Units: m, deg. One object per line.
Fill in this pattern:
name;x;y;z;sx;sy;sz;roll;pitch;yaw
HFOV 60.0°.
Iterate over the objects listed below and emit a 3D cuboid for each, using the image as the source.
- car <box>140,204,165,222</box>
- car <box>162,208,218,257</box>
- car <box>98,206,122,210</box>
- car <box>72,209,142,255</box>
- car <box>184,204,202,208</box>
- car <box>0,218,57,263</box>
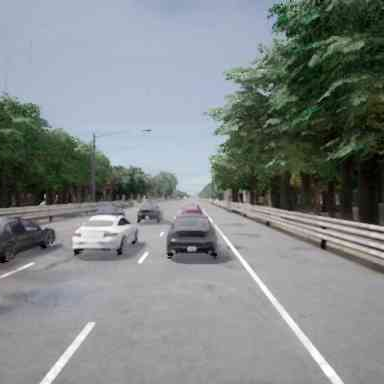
car;-3.503;1.765;28.504;1.837;1.490;4.892;0;0;0
car;0.013;1.650;13.500;1.837;1.490;4.892;0;0;0
car;-7.001;1.841;28.401;1.994;1.385;4.181;0;-1;0
car;-3.484;1.672;13.890;1.812;1.442;4.674;0;0;0
car;0.000;1.768;28.907;1.812;1.442;4.674;0;0;0
car;-6.997;1.679;12.513;2.033;1.411;5.357;0;-1;0
